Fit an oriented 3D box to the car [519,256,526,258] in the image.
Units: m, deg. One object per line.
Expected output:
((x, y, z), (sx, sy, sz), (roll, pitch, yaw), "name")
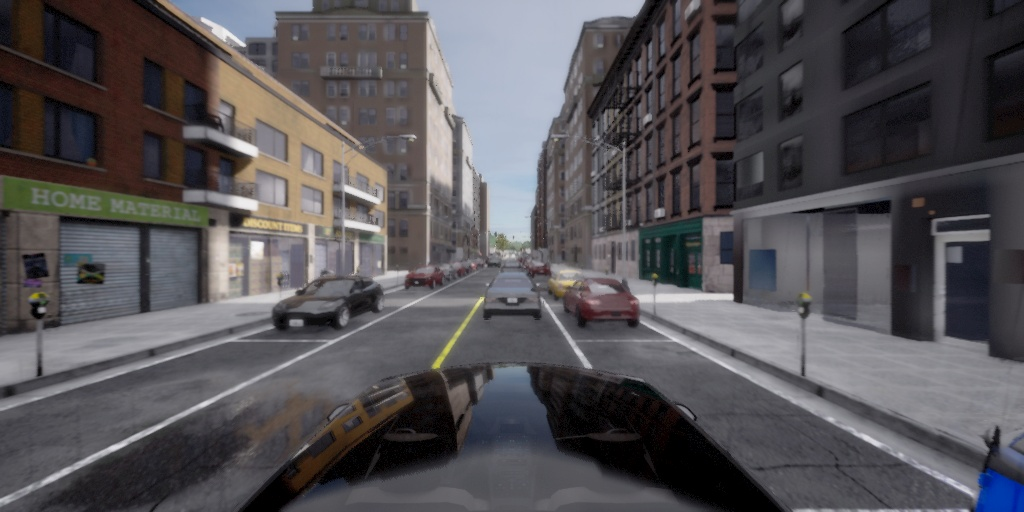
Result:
((2.628, 0.941, 56.605), (2.192, 1.841, 5.009), (0, 0, 0), "car")

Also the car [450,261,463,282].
((-5.393, 1.242, 28.191), (2.007, 1.370, 4.403), (0, 0, 0), "car")

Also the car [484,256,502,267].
((-2.802, 0.978, 56.559), (2.097, 1.767, 4.553), (0, 0, 1), "car")

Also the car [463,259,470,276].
((-5.394, 1.224, 33.874), (1.888, 1.381, 4.507), (0, 0, 0), "car")

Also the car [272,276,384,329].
((-5.390, 1.295, 11.144), (1.948, 1.339, 4.313), (0, 0, 0), "car")

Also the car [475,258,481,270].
((-5.395, 1.093, 45.238), (1.967, 1.591, 4.097), (0, 0, 0), "car")

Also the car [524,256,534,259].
((2.631, 1.106, 39.558), (1.967, 1.591, 4.097), (0, 0, 0), "car")

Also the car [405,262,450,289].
((-5.392, 1.250, 22.509), (1.888, 1.381, 4.507), (0, 0, 0), "car")

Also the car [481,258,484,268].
((-5.397, 1.066, 56.603), (1.967, 1.591, 4.097), (0, 0, 0), "car")

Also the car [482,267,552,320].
((0.023, 1.274, 12.501), (2.033, 1.411, 5.357), (0, 0, 0), "car")

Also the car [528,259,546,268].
((2.632, 1.224, 33.875), (1.888, 1.381, 4.507), (0, 0, 0), "car")

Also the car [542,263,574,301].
((2.634, 1.243, 16.998), (1.751, 1.417, 4.829), (0, 0, 0), "car")

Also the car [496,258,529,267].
((0.039, 1.180, 29.664), (2.128, 1.511, 4.902), (0, 0, 0), "car")

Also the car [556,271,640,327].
((2.635, 1.312, 11.146), (1.802, 1.307, 4.207), (0, 0, 0), "car")

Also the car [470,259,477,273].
((-5.394, 1.232, 39.556), (1.948, 1.339, 4.313), (0, 0, 0), "car")
